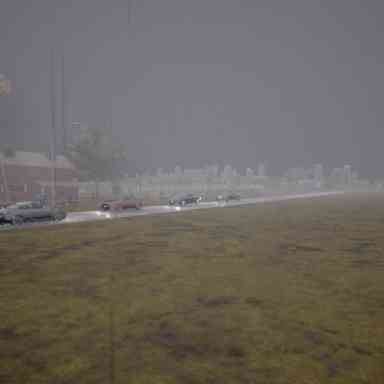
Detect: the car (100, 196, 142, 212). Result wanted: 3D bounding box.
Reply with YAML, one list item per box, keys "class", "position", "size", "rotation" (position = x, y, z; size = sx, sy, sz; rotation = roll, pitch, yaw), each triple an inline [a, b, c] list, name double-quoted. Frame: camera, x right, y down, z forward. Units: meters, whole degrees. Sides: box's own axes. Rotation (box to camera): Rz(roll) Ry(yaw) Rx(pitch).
- class: "car"
  position: [-6.730, 1.090, 31.872]
  size: [1.994, 1.385, 4.181]
  rotation: [1, 2, 36]

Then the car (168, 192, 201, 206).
- class: "car"
  position: [-0.846, 0.827, 39.976]
  size: [1.837, 1.490, 4.892]
  rotation: [1, 2, 36]

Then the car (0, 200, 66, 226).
- class: "car"
  position: [-10.443, 1.349, 21.737]
  size: [1.994, 1.385, 4.181]
  rotation: [1, 2, 36]

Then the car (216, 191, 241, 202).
- class: "car"
  position: [5.314, 0.596, 48.403]
  size: [2.128, 1.511, 4.902]
  rotation: [1, 2, 37]

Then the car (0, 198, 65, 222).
- class: "car"
  position: [-11.925, 1.267, 24.736]
  size: [1.994, 1.385, 4.181]
  rotation: [1, 2, 34]
